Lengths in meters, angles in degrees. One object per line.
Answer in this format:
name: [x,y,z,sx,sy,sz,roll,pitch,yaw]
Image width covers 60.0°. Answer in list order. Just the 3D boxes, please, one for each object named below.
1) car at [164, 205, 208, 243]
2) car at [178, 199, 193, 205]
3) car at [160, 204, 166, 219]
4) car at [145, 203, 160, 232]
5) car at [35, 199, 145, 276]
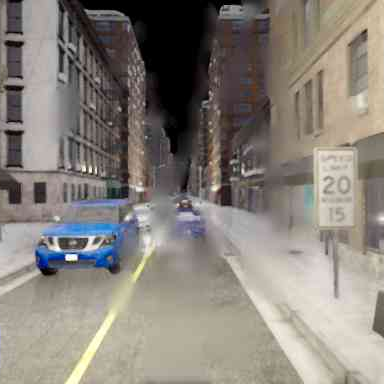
car: [-0.225,1.599,16.355,1.812,1.442,4.674,0,0,-1]
car: [-0.871,1.731,45.549,1.812,1.442,4.674,0,0,-1]
car: [-3.461,1.758,31.206,1.895,1.301,4.718,0,0,0]
car: [-3.276,1.638,21.139,1.812,1.442,4.674,0,0,-1]
car: [-3.066,1.288,11.028,2.150,2.045,5.566,0,0,-1]
